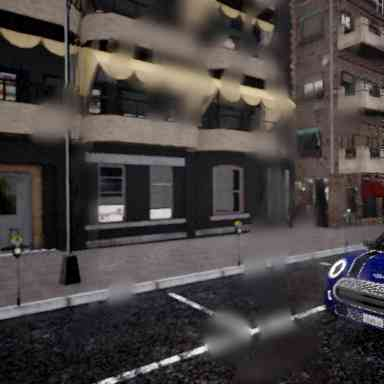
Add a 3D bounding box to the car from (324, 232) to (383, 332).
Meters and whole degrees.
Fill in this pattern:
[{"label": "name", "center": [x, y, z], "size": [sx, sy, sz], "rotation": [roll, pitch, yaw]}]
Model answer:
[{"label": "car", "center": [4.559, 1.349, 6.324], "size": [4.553, 1.767, 2.097], "rotation": [0, 0, -35]}]
